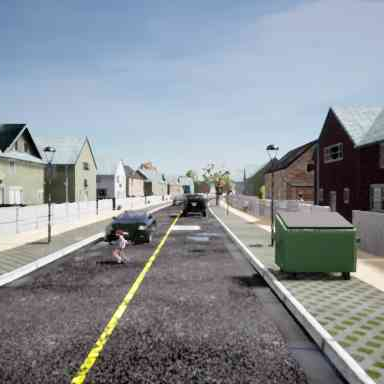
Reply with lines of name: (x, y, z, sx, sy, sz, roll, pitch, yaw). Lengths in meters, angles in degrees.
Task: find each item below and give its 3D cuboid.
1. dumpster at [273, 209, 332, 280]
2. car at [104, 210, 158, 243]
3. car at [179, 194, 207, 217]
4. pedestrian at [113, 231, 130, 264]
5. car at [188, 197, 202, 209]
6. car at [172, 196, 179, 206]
dumpster: (3.049, 1.394, 9.430, 1.020, 1.700, 1.940, 0, 0, 0)
car: (-2.789, 1.559, 15.907, 1.994, 1.385, 4.181, 0, 0, 0)
car: (0.219, 1.214, 31.818, 2.150, 2.045, 5.566, 0, 0, 1)
pedestrian: (-2.194, 1.673, 10.366, 0.500, 1.100, 0.500, 0, 0, -6)
car: (0.499, 1.510, 46.093, 1.812, 1.442, 4.674, 0, 0, 2)
car: (-2.111, 1.472, 53.544, 2.128, 1.511, 4.902, 0, 0, 3)
